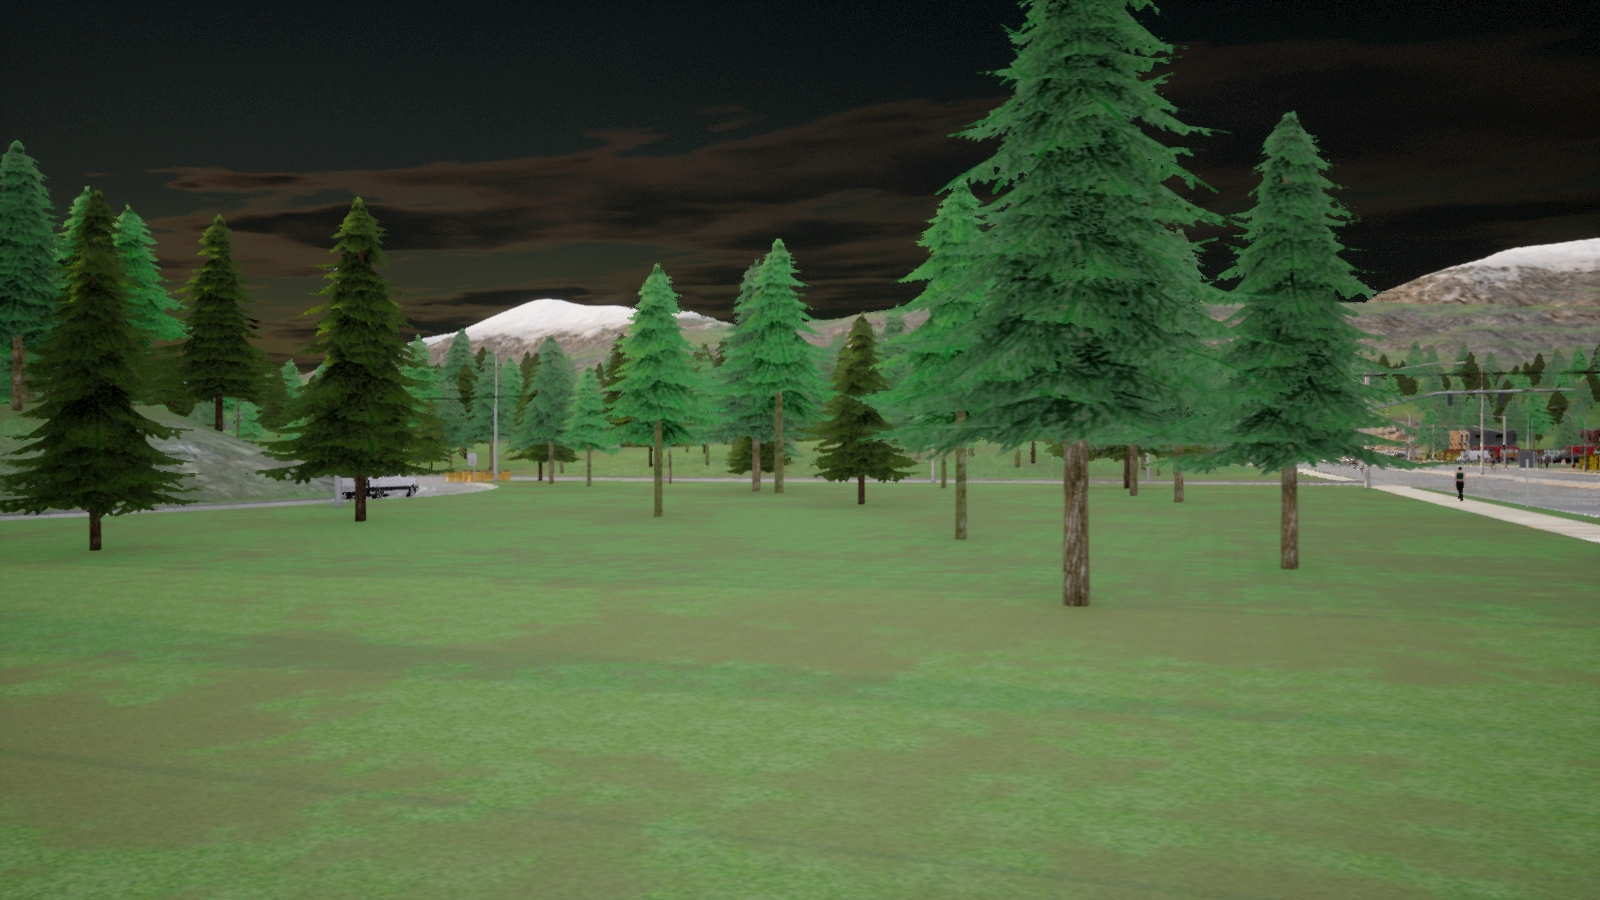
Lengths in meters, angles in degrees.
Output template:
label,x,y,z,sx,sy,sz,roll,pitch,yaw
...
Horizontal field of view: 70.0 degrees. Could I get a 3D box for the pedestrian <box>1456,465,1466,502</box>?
label,x,y,z,sx,sy,sz,roll,pitch,yaw
pedestrian,33.352,1.672,57.669,0.375,1.860,0.375,0,0,20
